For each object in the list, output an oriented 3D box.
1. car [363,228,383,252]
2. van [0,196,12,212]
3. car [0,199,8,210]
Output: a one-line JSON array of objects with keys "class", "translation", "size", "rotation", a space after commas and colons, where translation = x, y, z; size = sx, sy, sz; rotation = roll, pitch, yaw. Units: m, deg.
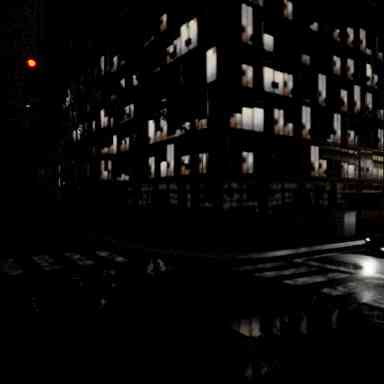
[{"class": "car", "translation": [9.691, 1.899, 14.577], "size": [5.357, 1.411, 2.033], "rotation": [1, -1, -35]}, {"class": "van", "translation": [-22.329, 1.380, 39.270], "size": [1.690, 1.788, 3.998], "rotation": [1, 0, -34]}, {"class": "car", "translation": [-25.531, 1.624, 43.965], "size": [1.802, 1.307, 4.206], "rotation": [1, 0, -34]}]
